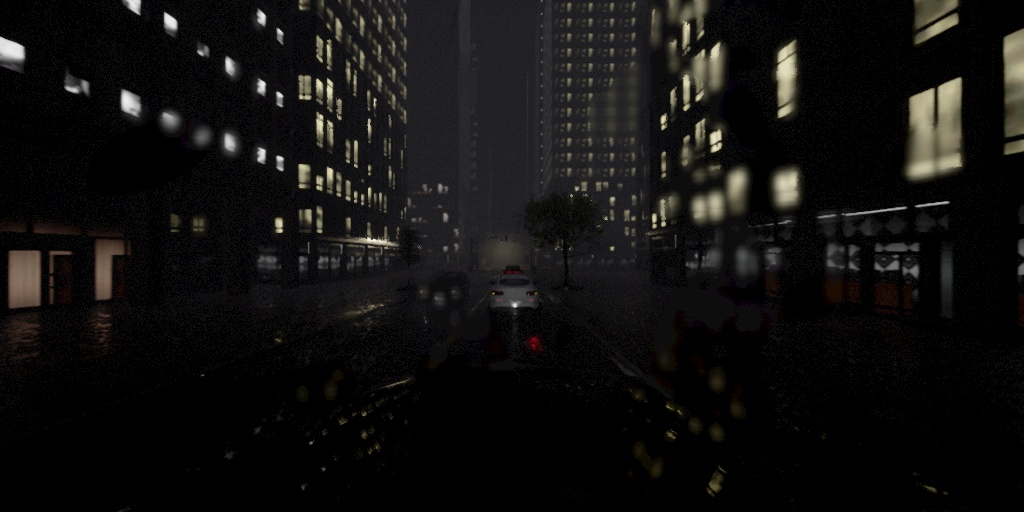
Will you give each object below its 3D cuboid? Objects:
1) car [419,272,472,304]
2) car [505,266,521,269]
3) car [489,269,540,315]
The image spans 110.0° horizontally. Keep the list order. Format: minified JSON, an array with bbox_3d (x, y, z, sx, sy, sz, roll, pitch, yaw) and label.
[{"bbox_3d":[-3.106,1.498,17.963,2.033,1.411,5.357,0,-1,0],"label":"car"},{"bbox_3d":[0.092,1.669,34.641,1.837,1.490,4.892,0,-1,0],"label":"car"},{"bbox_3d":[0.088,1.430,14.289,1.812,1.442,4.674,0,-1,0],"label":"car"}]
